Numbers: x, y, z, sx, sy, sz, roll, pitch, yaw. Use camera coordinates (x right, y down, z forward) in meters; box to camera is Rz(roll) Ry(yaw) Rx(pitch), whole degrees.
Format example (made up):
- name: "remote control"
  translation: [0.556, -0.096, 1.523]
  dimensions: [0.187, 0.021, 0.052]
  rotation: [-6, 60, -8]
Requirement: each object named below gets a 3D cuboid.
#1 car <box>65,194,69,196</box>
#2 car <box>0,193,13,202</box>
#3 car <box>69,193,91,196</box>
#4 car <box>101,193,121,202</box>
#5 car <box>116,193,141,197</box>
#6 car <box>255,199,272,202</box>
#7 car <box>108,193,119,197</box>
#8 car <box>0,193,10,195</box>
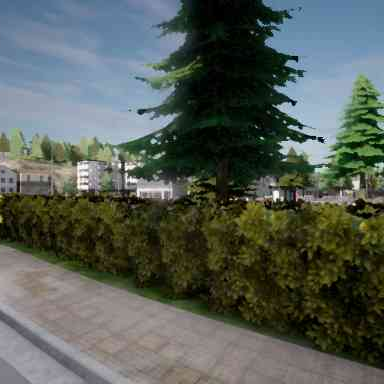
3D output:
- name: "car"
  translation: [-31.230, 1.232, 85.648]
  dimensions: [3.806, 1.475, 1.970]
  rotation: [0, 0, -45]
- name: "car"
  translation: [-41.123, 1.097, 71.368]
  dimensions: [4.605, 1.855, 1.932]
  rotation: [0, 0, -45]
- name: "car"
  translation: [-26.509, 1.154, 81.290]
  dimensions: [5.027, 1.636, 2.152]
  rotation: [0, 0, -45]
- name: "car"
  translation: [-17.555, 1.077, 72.150]
  dimensions: [3.866, 1.878, 1.905]
  rotation: [0, 0, -45]
- name: "car"
  translation: [-9.708, 1.384, 53.927]
  dimensions: [3.806, 1.475, 1.970]
  rotation: [0, 0, -45]
- name: "car"
  translation: [9.885, 1.478, 44.371]
  dimensions: [5.008, 1.535, 1.882]
  rotation: [0, 0, -45]
- name: "car"
  translation: [-15.228, 1.097, 70.363]
  dimensions: [4.605, 1.855, 1.932]
  rotation: [0, 0, -45]
- name: "car"
  translation: [-23.145, 1.330, 40.971]
  dimensions: [5.027, 1.636, 2.152]
  rotation: [0, 0, -45]
